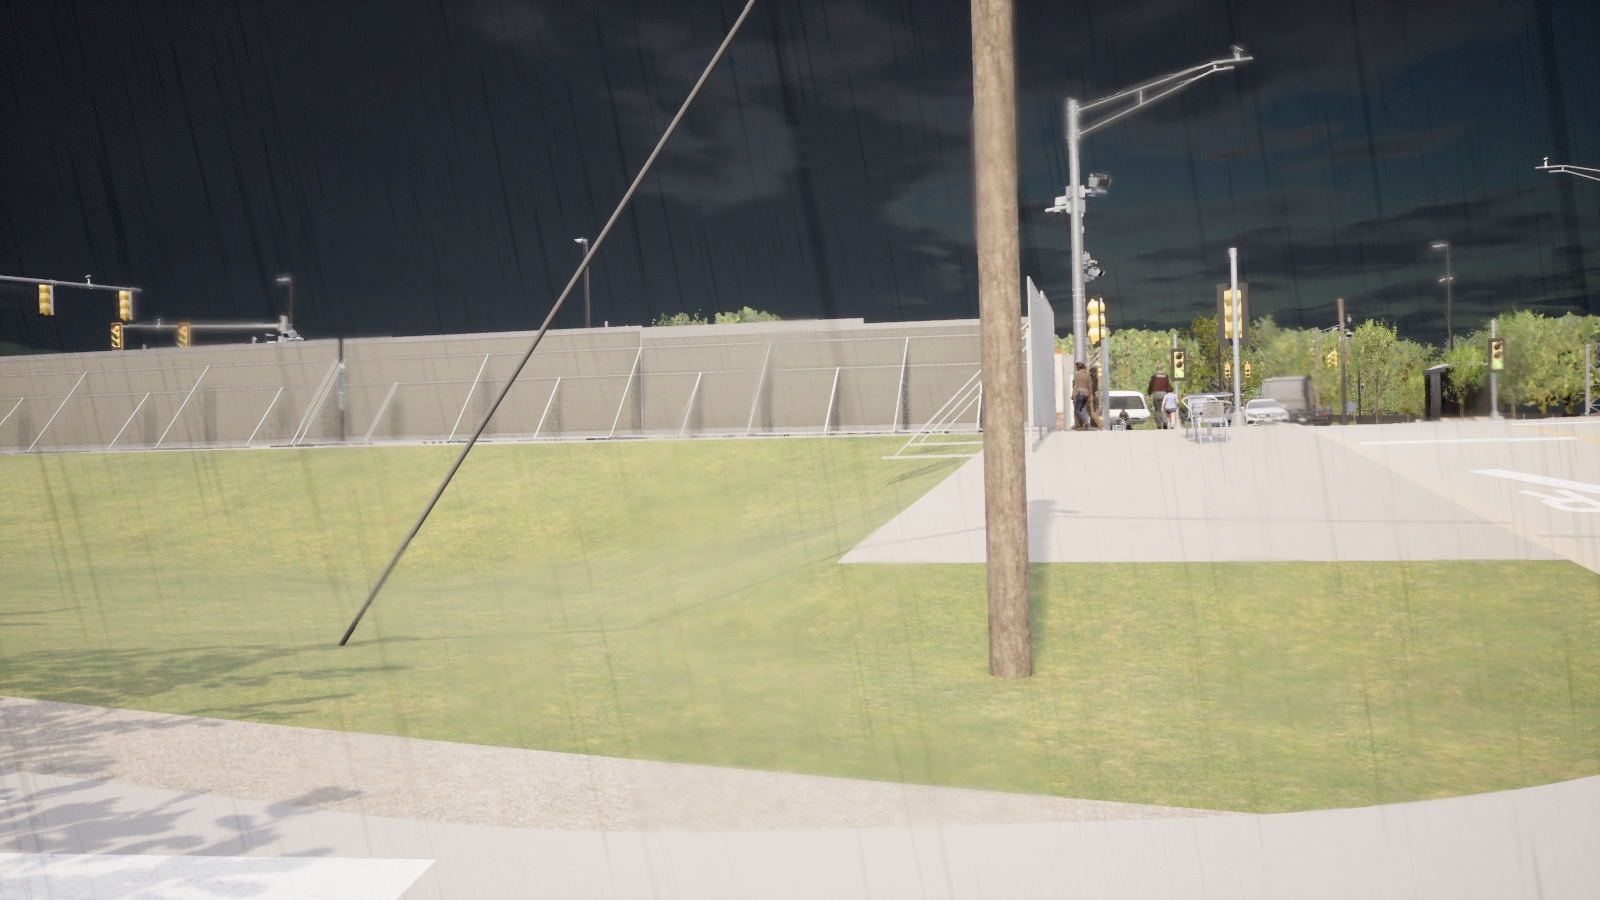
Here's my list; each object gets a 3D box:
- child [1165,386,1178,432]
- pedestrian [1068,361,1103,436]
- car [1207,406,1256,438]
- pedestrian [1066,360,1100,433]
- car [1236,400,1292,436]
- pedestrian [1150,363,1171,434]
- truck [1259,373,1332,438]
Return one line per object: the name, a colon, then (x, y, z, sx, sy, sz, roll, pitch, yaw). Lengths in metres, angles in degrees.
child: (9.017, -0.996, 30.501, 0.255, 1.110, 0.394, -1, 0, 19)
pedestrian: (7.581, -1.359, 33.383, 0.788, 1.949, 0.423, -1, 0, 2)
car: (24.708, -1.589, 72.028, 2.242, 1.667, 4.611, -1, 0, 14)
pedestrian: (7.158, -1.351, 31.745, 0.328, 1.805, 0.869, -1, 0, -26)
car: (20.677, -1.396, 56.103, 1.812, 1.442, 4.674, -1, 0, 14)
pedestrian: (9.629, -1.375, 33.560, 0.376, 1.854, 0.720, -1, 0, 7)
truck: (28.998, -2.506, 73.825, 2.891, 3.462, 7.936, -1, 0, 14)
